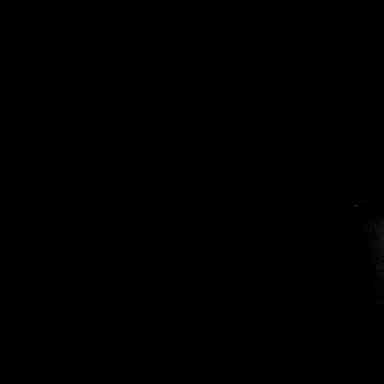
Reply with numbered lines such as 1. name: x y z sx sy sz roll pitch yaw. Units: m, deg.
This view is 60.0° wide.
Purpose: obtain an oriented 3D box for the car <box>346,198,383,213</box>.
1. car: 19.548 1.478 36.703 5.008 1.535 1.882 0 -1 -11
